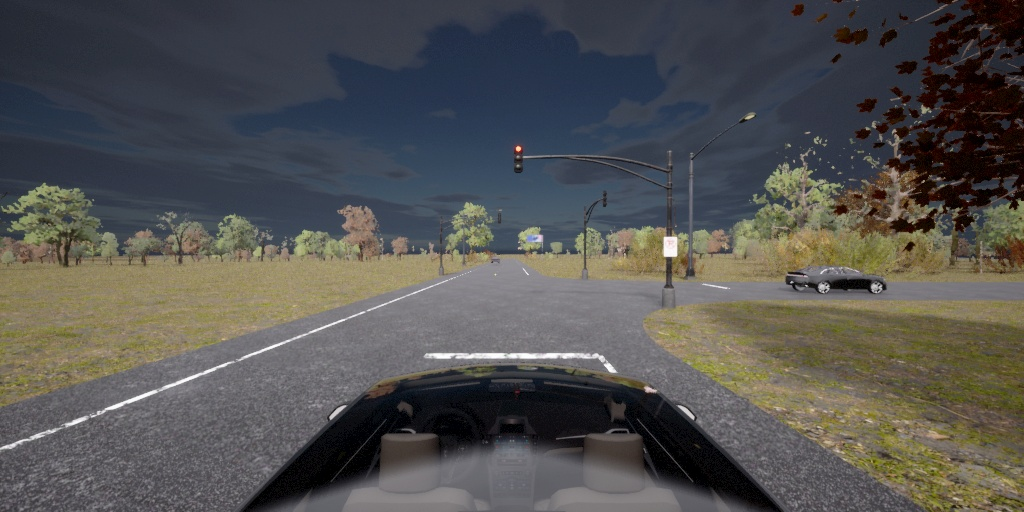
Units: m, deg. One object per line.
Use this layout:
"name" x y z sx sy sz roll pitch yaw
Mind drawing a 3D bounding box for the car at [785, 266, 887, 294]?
"car" 18.329 1.309 20.360 4.902 1.511 2.128 0 1 0
